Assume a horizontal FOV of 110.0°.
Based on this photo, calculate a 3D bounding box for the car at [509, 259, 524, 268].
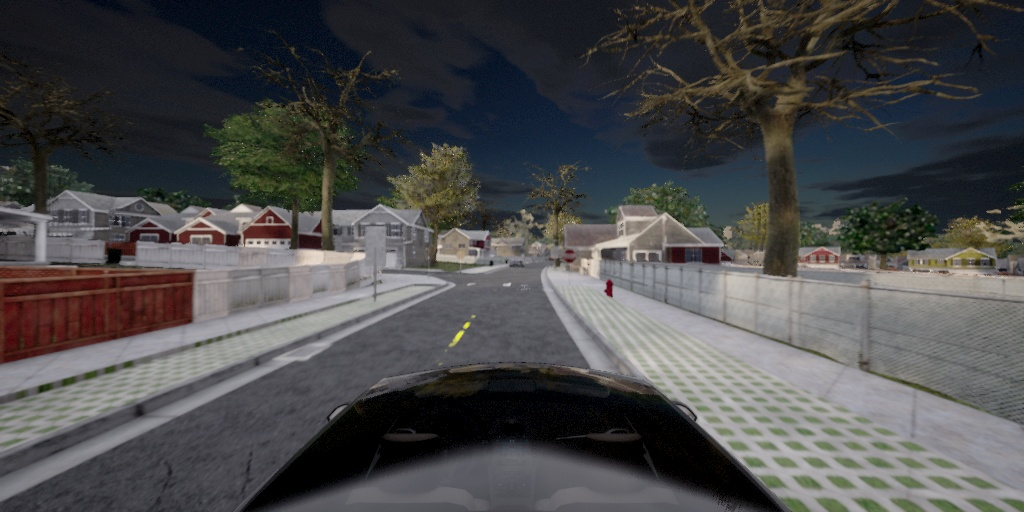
[{"bbox_3d":[0.735,1.134,54.650,1.994,1.385,4.181,0,1,7],"label":"car"}]
